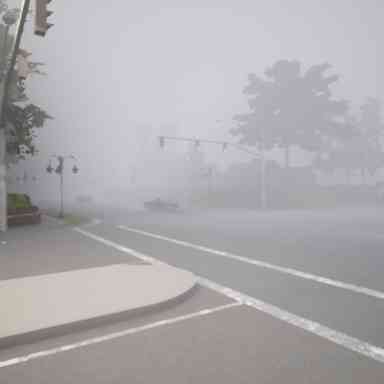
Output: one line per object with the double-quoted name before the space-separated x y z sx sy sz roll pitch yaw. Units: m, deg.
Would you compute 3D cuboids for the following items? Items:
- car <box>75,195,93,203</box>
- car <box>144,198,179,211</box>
"car" -19.226 1.183 59.199 2.033 1.411 5.357 -1 1 -34
"car" -3.366 1.306 35.367 1.895 1.301 4.718 -1 1 -34
